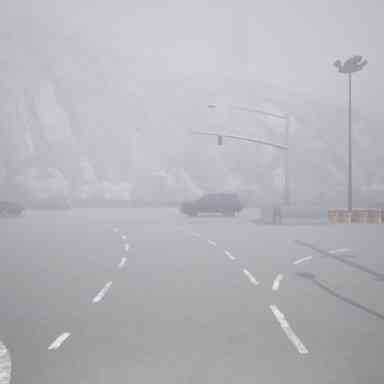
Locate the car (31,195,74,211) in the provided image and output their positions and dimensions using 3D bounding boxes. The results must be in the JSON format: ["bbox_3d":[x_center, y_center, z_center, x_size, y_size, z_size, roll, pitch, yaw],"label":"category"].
[{"bbox_3d":[-16.557,1.259,39.402,4.553,1.767,2.097,0,0,-3],"label":"car"}]

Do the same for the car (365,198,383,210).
[{"bbox_3d":[24.125,1.441,41.522,4.674,1.442,1.812,0,0,-3],"label":"car"}]

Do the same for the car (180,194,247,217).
[{"bbox_3d":[1.701,1.158,29.838,5.566,2.045,2.150,0,0,-3],"label":"car"}]

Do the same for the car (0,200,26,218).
[{"bbox_3d":[-17.116,1.434,28.858,4.892,1.490,1.837,0,0,-3],"label":"car"}]
